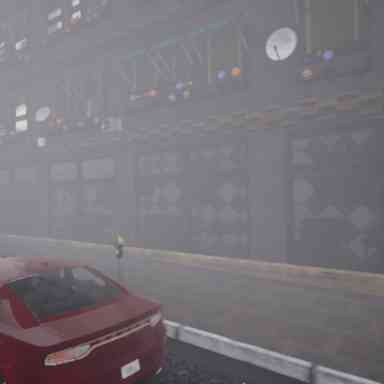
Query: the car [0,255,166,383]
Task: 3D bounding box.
[{"bbox_3d":[-2.394,1.528,4.454,4.507,1.381,1.887,0,-1,36],"label":"car"}]
